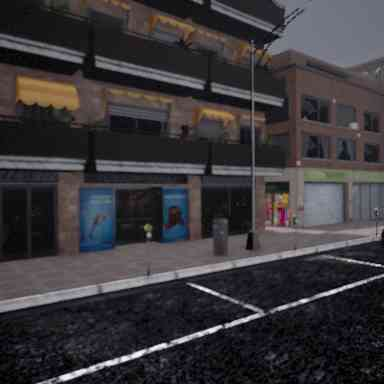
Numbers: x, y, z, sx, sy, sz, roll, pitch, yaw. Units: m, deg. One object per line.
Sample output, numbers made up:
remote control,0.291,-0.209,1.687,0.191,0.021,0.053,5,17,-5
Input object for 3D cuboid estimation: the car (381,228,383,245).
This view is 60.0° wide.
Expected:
car,9.228,1.432,13.137,4.313,1.339,1.947,-1,0,-35
